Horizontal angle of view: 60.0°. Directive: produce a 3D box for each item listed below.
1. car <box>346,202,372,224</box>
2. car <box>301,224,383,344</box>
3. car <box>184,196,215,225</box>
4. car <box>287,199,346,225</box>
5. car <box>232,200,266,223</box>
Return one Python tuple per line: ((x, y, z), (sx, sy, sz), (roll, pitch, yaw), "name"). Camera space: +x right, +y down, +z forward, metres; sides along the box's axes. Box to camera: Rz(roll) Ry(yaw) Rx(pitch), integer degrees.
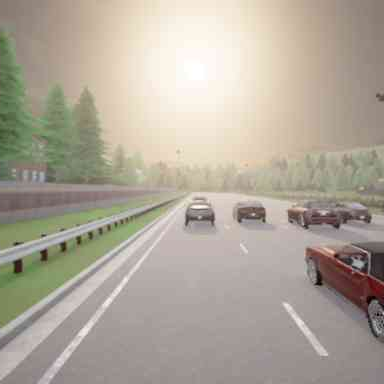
((11.057, 1.424, 23.797), (1.812, 1.442, 4.674), (1, 1, 1), "car")
((3.696, 1.581, 6.271), (1.895, 1.301, 4.718), (1, 1, 1), "car")
((0.518, 1.299, 22.112), (2.128, 1.511, 4.902), (1, 1, 1), "car")
((7.499, 1.240, 20.971), (2.097, 1.767, 4.553), (1, 1, 1), "car")
((4.063, 1.303, 24.179), (1.882, 1.535, 5.008), (1, 1, 1), "car")
